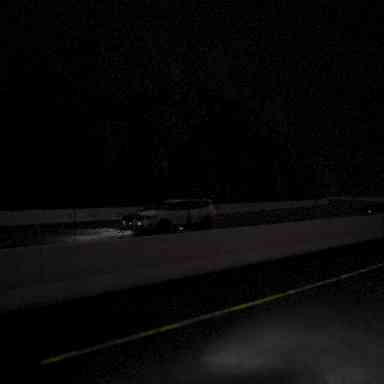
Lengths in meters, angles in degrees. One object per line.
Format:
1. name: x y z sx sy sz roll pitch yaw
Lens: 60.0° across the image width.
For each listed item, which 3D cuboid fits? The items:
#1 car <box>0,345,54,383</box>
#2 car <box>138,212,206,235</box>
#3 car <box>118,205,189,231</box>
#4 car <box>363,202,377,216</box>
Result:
1. car: -2.890 1.642 1.274 4.718 1.301 1.895 0 -1 -36
2. car: -0.910 1.465 20.963 5.566 2.045 2.150 0 -1 -39
3. car: -2.704 1.798 24.025 4.892 1.490 1.837 0 -1 -39
4. car: 19.532 1.756 35.271 1.837 1.490 4.892 -1 -1 43
